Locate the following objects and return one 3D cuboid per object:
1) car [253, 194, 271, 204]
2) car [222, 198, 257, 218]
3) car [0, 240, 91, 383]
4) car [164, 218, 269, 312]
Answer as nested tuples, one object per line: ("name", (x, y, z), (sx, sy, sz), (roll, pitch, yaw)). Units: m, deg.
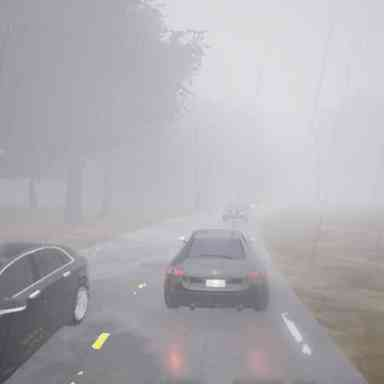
("car", (10.715, 0.990, 51.060), (1.882, 1.535, 5.008), (-1, 1, 29))
("car", (3.488, 1.424, 25.178), (2.033, 1.411, 5.357), (0, 0, 15))
("car", (-2.852, 1.505, 4.305), (1.837, 1.490, 4.892), (0, 0, 3))
("car", (0.584, 1.549, 7.786), (1.994, 1.385, 4.181), (0, 0, 5))
